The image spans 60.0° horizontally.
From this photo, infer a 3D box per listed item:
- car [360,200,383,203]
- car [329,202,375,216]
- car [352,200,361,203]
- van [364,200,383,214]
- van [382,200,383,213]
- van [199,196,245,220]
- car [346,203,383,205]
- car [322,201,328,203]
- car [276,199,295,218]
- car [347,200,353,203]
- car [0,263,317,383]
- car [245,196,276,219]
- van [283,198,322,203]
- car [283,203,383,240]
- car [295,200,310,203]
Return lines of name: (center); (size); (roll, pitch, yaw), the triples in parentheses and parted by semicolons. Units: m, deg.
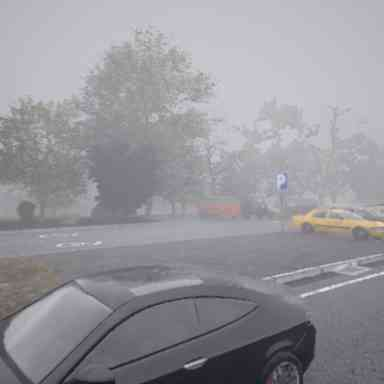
car: (14.423, 1.620, 22.576); (2.185, 1.767, 4.553); (2, -1, -35)
car: (20.565, 2.165, 42.959); (2.231, 1.521, 4.892); (2, -1, -35)
car: (18.308, 2.094, 41.354); (2.097, 1.535, 5.008); (2, -1, -35)
van: (27.401, 2.146, 47.690); (1.878, 1.987, 4.442); (2, -1, -35)
van: (31.791, 2.296, 50.816); (1.878, 1.987, 4.442); (2, -1, -35)
van: (2.353, 1.404, 30.144); (1.878, 1.987, 4.442); (1, -1, -35)
car: (9.917, 1.630, 19.335); (2.231, 1.521, 4.892); (1, -1, -35)
car: (13.814, 1.830, 38.121); (2.185, 1.767, 4.553); (2, -1, -35)
car: (7.135, 1.746, 33.177); (1.946, 1.575, 5.366); (2, -1, -35)
car: (15.950, 2.021, 39.674); (2.097, 1.535, 5.008); (2, -1, -35)
car: (-0.694, 1.529, 3.189); (4.674, 1.442, 1.812); (0, 0, -35)
car: (4.761, 1.434, 31.748); (2.435, 2.045, 5.566); (1, -1, -35)
van: (11.474, 1.660, 36.637); (1.878, 1.987, 4.442); (2, -1, -35)
car: (7.772, 1.580, 17.574); (1.946, 1.575, 5.366); (1, -1, -35)
car: (9.285, 1.818, 34.927); (2.231, 1.521, 4.892); (2, -1, -35)
